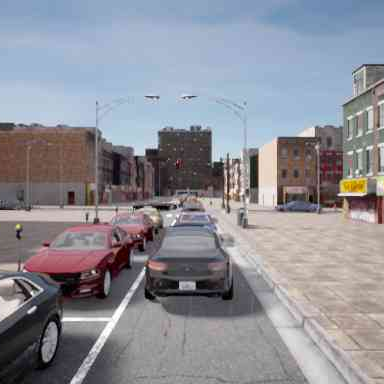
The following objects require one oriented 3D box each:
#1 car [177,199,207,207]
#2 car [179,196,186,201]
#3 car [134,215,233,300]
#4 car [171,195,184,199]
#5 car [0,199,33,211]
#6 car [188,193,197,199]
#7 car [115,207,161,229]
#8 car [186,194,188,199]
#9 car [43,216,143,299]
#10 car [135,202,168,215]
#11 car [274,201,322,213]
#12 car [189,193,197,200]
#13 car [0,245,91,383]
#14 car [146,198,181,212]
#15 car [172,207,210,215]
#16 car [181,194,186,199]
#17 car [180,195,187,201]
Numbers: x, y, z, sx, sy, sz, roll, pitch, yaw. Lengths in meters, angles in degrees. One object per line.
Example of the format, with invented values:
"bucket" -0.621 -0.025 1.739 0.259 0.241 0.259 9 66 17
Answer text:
"car" 0.152 1.524 26.036 1.837 1.490 4.892 0 0 2
"car" -2.493 1.737 89.559 1.887 1.381 4.507 0 0 0
"car" -0.042 1.527 8.305 1.812 1.442 4.674 0 0 1
"car" -2.554 1.594 51.281 1.752 1.417 4.829 0 0 0
"car" -19.835 1.458 36.584 4.181 1.385 1.994 0 0 0
"car" 0.130 1.513 81.916 2.097 1.767 4.553 0 0 0
"car" -2.612 1.550 14.000 1.887 1.381 4.507 0 0 0
"car" -2.511 1.678 78.500 1.752 1.417 4.829 0 0 0
"car" -2.620 1.546 8.505 1.887 1.381 4.507 0 0 0
"car" -2.604 1.535 19.323 1.752 1.417 4.829 0 0 0
"car" 12.640 1.748 39.648 5.357 1.411 2.033 1 0 0
"car" 0.146 1.258 91.980 2.150 2.045 5.566 0 0 0
"car" -2.629 1.551 3.011 2.008 1.369 4.403 0 0 0
"car" -4.052 1.621 38.492 4.718 1.301 1.895 1 0 -25
"car" 0.119 1.607 15.735 1.895 1.301 4.718 0 0 0
"car" -2.544 1.398 56.894 2.192 1.841 5.009 0 0 0
"car" -2.484 1.651 95.003 1.967 1.590 4.097 0 0 0
